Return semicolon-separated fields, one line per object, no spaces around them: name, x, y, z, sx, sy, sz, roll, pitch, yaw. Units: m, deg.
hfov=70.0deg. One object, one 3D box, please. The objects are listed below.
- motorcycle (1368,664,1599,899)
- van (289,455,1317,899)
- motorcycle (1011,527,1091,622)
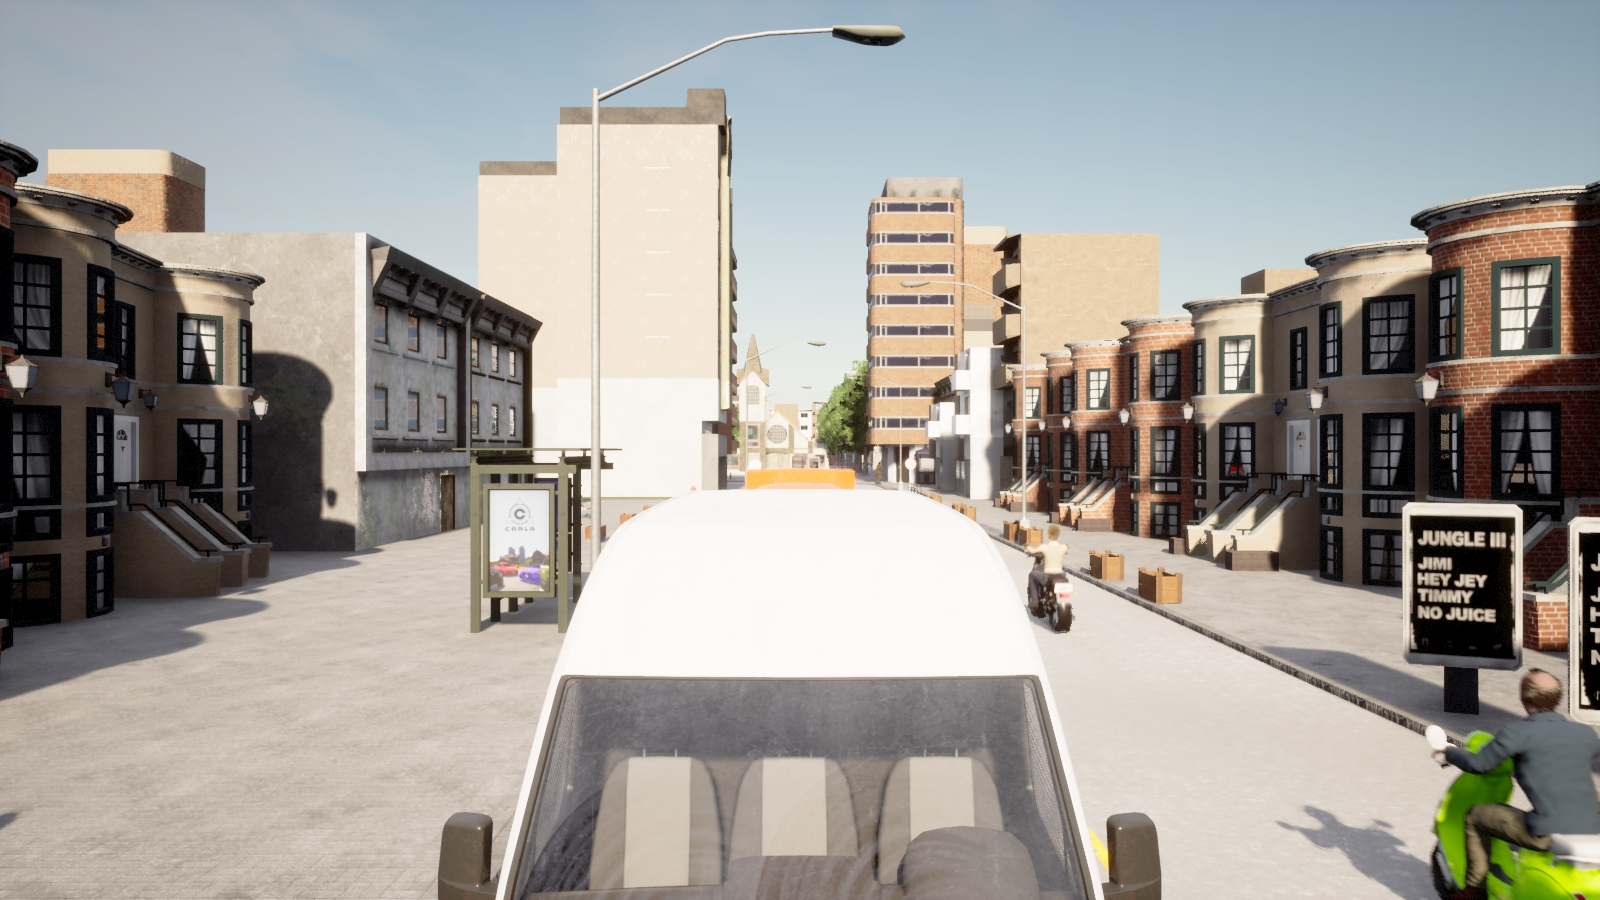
motorcycle;4.002;1.965;6.286;0.856;1.236;1.805;0;0;0
van;0.007;1.317;5.167;1.988;2.561;5.915;0;0;0
motorcycle;4.005;1.957;18.391;0.764;1.277;2.356;0;0;0
